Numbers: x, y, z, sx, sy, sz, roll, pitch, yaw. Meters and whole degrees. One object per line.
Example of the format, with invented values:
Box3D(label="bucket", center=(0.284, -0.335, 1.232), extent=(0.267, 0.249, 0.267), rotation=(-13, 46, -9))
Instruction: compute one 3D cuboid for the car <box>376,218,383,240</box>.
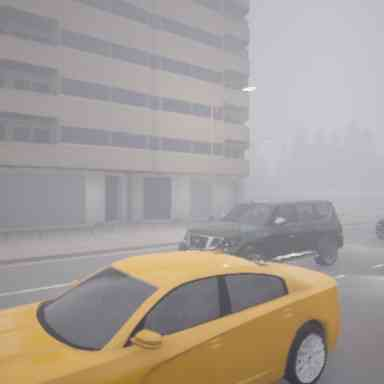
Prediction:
Box3D(label="car", center=(10.806, 1.485, 16.051), extent=(5.008, 1.535, 1.882), rotation=(0, 0, -35))

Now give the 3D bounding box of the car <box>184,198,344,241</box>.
Box3D(label="car", center=(2.294, 1.233, 9.961), extent=(5.566, 2.045, 2.150), rotation=(0, 0, -36))

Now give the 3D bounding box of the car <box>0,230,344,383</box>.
Box3D(label="car", center=(-0.341, 1.484, 3.747), extent=(5.008, 1.535, 1.882), rotation=(0, 0, -36))
